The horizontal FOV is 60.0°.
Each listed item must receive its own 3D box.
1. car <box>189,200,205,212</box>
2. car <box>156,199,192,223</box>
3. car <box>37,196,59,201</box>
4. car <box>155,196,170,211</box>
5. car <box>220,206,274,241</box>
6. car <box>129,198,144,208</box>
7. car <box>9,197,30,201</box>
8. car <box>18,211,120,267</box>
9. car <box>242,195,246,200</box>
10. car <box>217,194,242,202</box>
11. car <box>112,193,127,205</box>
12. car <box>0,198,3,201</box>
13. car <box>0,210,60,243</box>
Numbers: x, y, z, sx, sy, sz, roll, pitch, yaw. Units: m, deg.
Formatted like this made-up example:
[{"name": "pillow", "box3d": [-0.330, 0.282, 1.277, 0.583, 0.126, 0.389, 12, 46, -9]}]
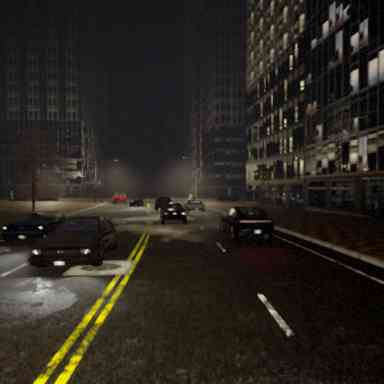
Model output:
[{"name": "car", "box3d": [0.195, 1.533, 37.693, 1.895, 1.301, 4.718, 0, 0, -8]}, {"name": "car", "box3d": [-1.465, 1.511, 25.065, 2.033, 1.411, 5.357, 0, 0, -7]}, {"name": "car", "box3d": [-30.534, 1.389, 70.580, 4.313, 1.339, 1.947, 0, 0, -7]}, {"name": "car", "box3d": [-3.516, 1.289, 40.871, 2.097, 1.767, 4.553, 0, 0, -8]}, {"name": "car", "box3d": [2.599, 1.460, 16.490, 2.128, 1.511, 4.902, 0, 0, -4]}, {"name": "car", "box3d": [-7.922, 1.499, 47.973, 1.994, 1.385, 4.181, 0, 0, -7]}, {"name": "car", "box3d": [-36.185, 1.373, 69.954, 4.206, 1.307, 1.802, 0, 0, -6]}, {"name": "car", "box3d": [-3.745, 1.538, 11.645, 2.033, 1.411, 5.357, 0, 0, -4]}, {"name": "car", "box3d": [12.570, 1.436, 84.205, 4.829, 1.417, 1.752, 0, 1, -7]}, {"name": "car", "box3d": [8.116, 1.346, 75.245, 5.009, 1.841, 2.192, 0, 0, -7]}, {"name": "car", "box3d": [-12.433, 1.141, 57.342, 2.150, 2.045, 5.566, 0, 0, -7]}, {"name": "car", "box3d": [-41.838, 1.324, 69.368, 4.313, 1.339, 1.947, 0, 0, -6]}, {"name": "car", "box3d": [-7.328, 1.594, 16.212, 1.895, 1.301, 4.718, 0, 0, -5]}]
